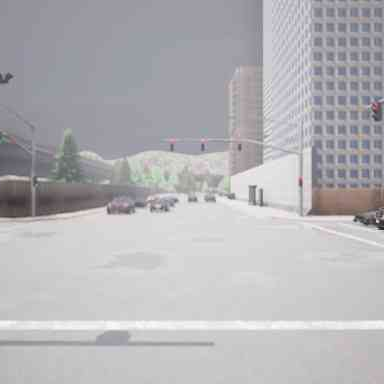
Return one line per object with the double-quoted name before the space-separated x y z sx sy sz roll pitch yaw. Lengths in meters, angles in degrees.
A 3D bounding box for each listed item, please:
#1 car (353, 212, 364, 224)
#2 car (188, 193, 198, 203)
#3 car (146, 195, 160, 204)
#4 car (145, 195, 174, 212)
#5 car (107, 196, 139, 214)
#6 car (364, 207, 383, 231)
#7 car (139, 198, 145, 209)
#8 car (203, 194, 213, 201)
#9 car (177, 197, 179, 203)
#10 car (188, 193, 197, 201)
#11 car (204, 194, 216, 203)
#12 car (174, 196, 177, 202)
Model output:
"car" 13.439 1.536 21.524 5.357 1.411 2.033 0 0 0
"car" 0.130 1.280 64.617 1.882 1.535 5.008 0 0 0
"car" -6.937 1.295 59.745 1.882 1.535 5.008 0 0 1
"car" -3.514 1.379 36.833 2.128 1.511 4.902 0 0 0
"car" -7.027 1.250 33.251 2.097 1.767 4.553 0 0 0
"car" 12.736 1.221 17.958 5.566 2.045 2.150 0 0 -1
"car" -7.007 1.469 43.154 1.895 1.301 4.718 0 0 0
"car" 3.651 1.138 74.831 2.033 1.411 5.357 0 0 0
"car" -3.422 1.412 61.583 1.895 1.301 4.718 0 0 1
"car" 0.151 1.099 74.839 1.837 1.490 4.892 0 0 0
"car" 3.630 1.307 64.609 1.837 1.490 4.892 0 0 0
"car" -3.504 1.422 46.329 1.994 1.385 4.181 0 0 -1
